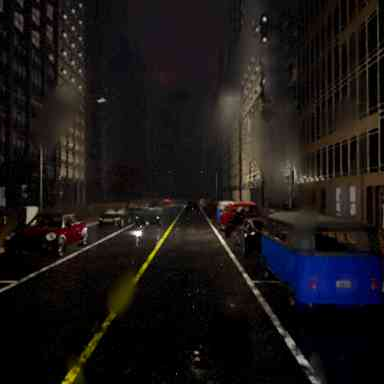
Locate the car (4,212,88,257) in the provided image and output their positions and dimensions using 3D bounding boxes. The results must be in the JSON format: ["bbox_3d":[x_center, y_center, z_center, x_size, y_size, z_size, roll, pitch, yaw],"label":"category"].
[{"bbox_3d":[-5.680,1.582,13.388,1.967,1.590,4.097,1,-1,0],"label":"car"}]

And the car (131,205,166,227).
[{"bbox_3d":[-3.034,1.862,24.963,1.895,1.301,4.718,0,-1,1],"label":"car"}]

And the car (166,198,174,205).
[{"bbox_3d":[-5.672,2.317,75.454,1.887,1.381,4.507,1,-1,0],"label":"car"}]

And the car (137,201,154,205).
[{"bbox_3d":[-5.678,1.925,35.956,2.008,1.369,4.403,1,-1,0],"label":"car"}]

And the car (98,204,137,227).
[{"bbox_3d":[-5.679,1.809,24.672,2.008,1.369,4.403,1,-1,0],"label":"car"}]

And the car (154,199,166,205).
[{"bbox_3d":[-5.676,2.098,52.884,2.008,1.369,4.403,1,-1,0],"label":"car"}]

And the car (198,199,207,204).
[{"bbox_3d":[2.710,2.434,86.749,2.008,1.369,4.403,1,-1,0],"label":"car"}]

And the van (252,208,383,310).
[{"bbox_3d":[2.701,1.425,7.775,1.690,1.788,3.998,1,-1,0],"label":"van"}]

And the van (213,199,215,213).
[{"bbox_3d":[2.703,1.600,24.699,1.690,1.788,3.998,1,-1,0],"label":"van"}]

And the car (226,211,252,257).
[{"bbox_3d":[2.699,1.693,13.414,2.008,1.369,4.403,1,-1,0],"label":"car"}]

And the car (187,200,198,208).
[{"bbox_3d":[0.106,2.184,61.826,2.033,1.411,5.357,0,-1,0],"label":"car"}]

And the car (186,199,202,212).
[{"bbox_3d":[0.107,1.981,45.907,1.837,1.490,4.892,0,-1,0],"label":"car"}]

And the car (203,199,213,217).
[{"bbox_3d":[2.705,1.689,35.981,2.192,1.841,5.009,1,-1,0],"label":"car"}]

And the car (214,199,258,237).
[{"bbox_3d":[2.703,1.515,19.058,2.192,1.841,5.009,1,-1,0],"label":"car"}]
